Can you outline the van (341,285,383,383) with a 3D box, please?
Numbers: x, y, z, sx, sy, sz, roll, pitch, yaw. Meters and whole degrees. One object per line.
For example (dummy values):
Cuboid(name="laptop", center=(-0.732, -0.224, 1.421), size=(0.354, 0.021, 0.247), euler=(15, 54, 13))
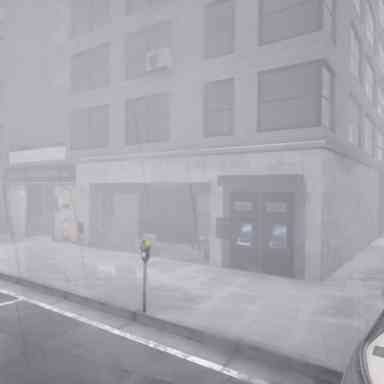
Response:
Cuboid(name="van", center=(2.592, 1.341, 1.095), size=(3.998, 1.788, 1.690), euler=(0, 1, 36))
